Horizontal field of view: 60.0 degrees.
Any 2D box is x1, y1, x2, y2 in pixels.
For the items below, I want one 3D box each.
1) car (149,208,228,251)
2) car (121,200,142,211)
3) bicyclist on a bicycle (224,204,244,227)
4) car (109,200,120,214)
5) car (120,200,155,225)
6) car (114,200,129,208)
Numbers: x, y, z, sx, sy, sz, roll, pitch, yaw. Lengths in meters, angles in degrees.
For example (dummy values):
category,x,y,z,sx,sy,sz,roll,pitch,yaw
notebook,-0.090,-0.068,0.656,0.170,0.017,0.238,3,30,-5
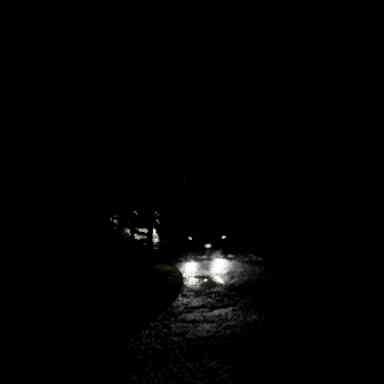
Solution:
category,x,y,z,sx,sy,sz,roll,pitch,yaw
car,-0.261,1.670,15.107,2.033,1.411,5.357,1,-1,-20
car,-8.758,1.949,47.804,2.033,1.411,5.357,1,-1,-19
bicyclist on a bicycle,3.004,1.704,23.747,1.656,1.620,0.582,0,-1,-20
car,-8.201,1.793,37.470,1.837,1.490,4.892,1,-1,-19
car,-3.862,1.548,25.236,2.097,1.767,4.553,1,-1,-20
car,-12.209,2.077,57.559,1.895,1.301,4.718,1,-1,-20
